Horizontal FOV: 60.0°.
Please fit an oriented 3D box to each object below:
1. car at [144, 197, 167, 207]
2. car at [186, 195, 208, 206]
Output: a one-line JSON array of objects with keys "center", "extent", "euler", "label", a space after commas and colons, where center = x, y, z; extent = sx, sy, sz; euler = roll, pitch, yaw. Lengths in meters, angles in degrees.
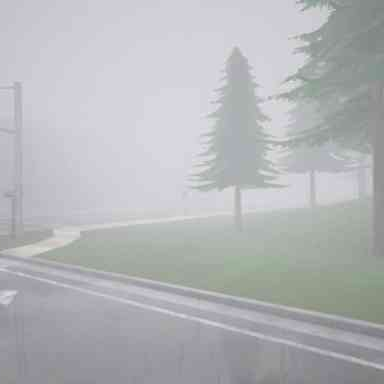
[{"center": [-6.737, 1.804, 60.996], "extent": [2.097, 1.767, 4.553], "euler": [-1, 0, 35], "label": "car"}, {"center": [1.084, 1.641, 65.964], "extent": [2.150, 2.045, 5.566], "euler": [-1, -1, 35], "label": "car"}]
